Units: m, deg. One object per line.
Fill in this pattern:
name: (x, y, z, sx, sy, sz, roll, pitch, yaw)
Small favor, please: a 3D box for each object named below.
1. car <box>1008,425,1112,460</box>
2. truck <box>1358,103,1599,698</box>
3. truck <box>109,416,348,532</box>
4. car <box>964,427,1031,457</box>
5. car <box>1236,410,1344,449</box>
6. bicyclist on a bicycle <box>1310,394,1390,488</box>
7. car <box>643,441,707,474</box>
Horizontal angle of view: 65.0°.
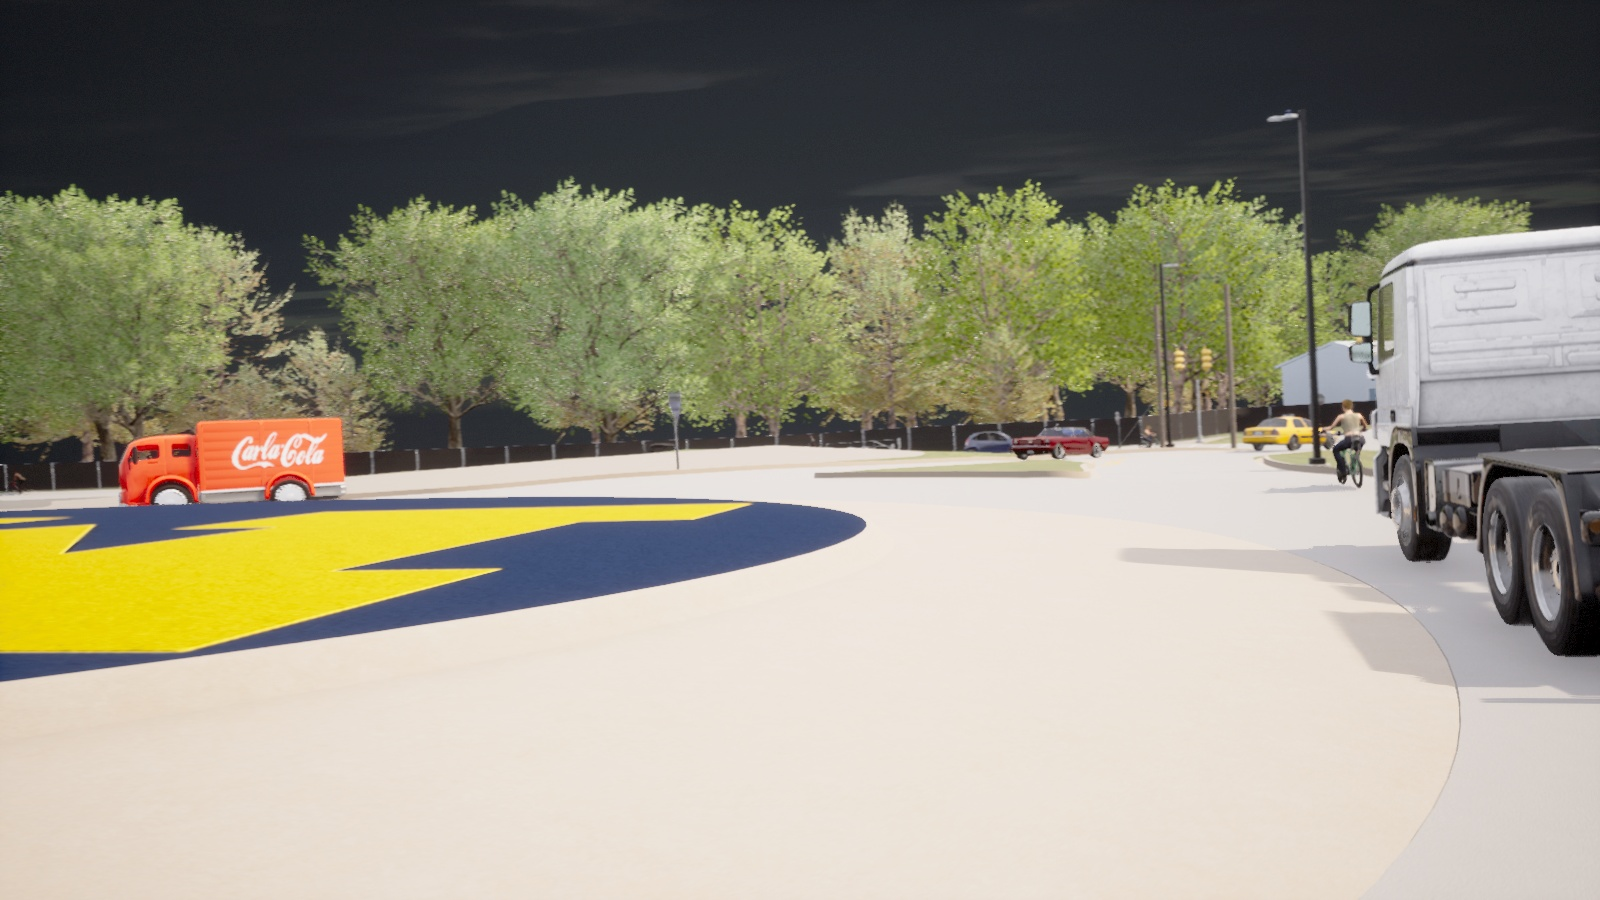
car: (10.516, -0.321, 50.655, 1.895, 1.301, 4.718, -2, 0, 43)
truck: (7.055, -0.523, 10.744, 2.891, 3.462, 7.936, -3, 2, 16)
truck: (-14.474, 0.607, 31.945, 5.204, 2.467, 2.627, -3, -3, -27)
car: (12.621, -0.513, 80.053, 3.988, 1.617, 1.851, -3, 3, 14)
car: (21.046, -0.881, 53.846, 5.366, 1.575, 1.801, -2, 1, -38)
bicyclist on a bicycle: (10.075, -0.179, 23.052, 0.866, 1.612, 1.509, -4, 2, 7)
car: (-8.154, 0.475, 82.322, 3.866, 1.878, 1.905, -3, 3, 1)
